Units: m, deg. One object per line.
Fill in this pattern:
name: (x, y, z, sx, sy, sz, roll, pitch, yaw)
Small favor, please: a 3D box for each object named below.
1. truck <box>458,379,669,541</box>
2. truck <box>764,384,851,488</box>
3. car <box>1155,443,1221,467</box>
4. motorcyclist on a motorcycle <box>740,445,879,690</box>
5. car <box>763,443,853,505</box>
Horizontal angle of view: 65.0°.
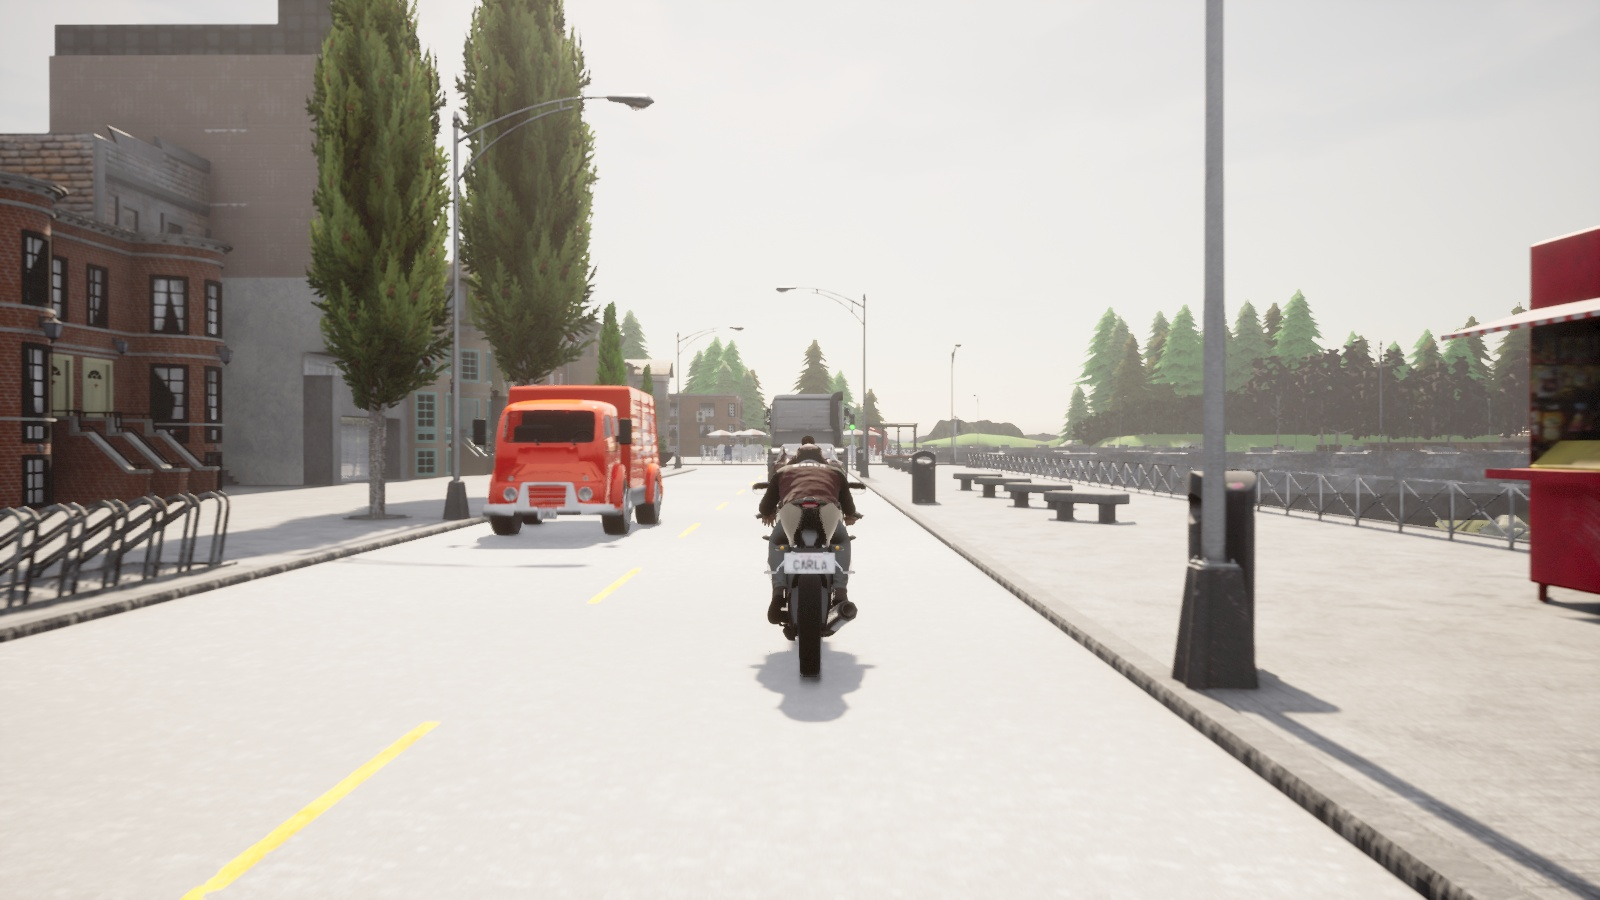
truck: (-3.864, 0.134, 21.673, 2.627, 2.467, 5.204, 0, 0, 0)
truck: (0.272, -0.494, 46.009, 2.891, 3.462, 7.936, 0, 0, 0)
car: (24.955, 0.325, 80.830, 3.633, 1.501, 1.845, 0, 0, 0)
motorcyclist on a motorcycle: (0.066, 0.731, 8.960, 0.866, 1.530, 2.191, 0, 0, 0)
car: (0.196, 0.563, 32.590, 2.163, 1.488, 4.792, 0, 0, 0)
